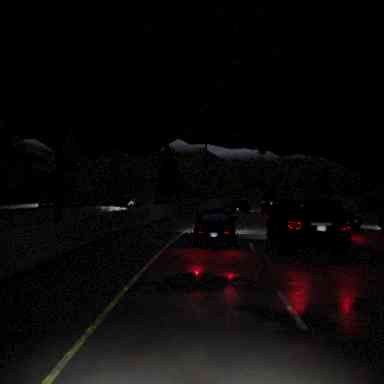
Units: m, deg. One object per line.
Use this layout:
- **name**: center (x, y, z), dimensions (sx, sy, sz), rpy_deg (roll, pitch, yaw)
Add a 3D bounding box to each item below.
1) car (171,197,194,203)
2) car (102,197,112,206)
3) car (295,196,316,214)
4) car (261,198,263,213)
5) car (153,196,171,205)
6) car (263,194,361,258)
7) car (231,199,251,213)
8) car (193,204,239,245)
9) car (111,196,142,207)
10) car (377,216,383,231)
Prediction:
- **car**: center (-1.098, 1.534, 51.960), dimensions (1.812, 1.442, 4.674), rpy_deg (0, 0, 20)
- **car**: center (-12.121, 1.462, 52.271), dimensions (1.837, 1.490, 4.892), rpy_deg (0, 0, 19)
- **car**: center (12.837, 1.421, 37.851), dimensions (2.097, 1.767, 4.553), rpy_deg (0, 0, 16)
- **car**: center (8.948, 1.273, 37.147), dimensions (2.150, 2.045, 5.566), rpy_deg (0, 0, 16)
- **car**: center (-4.437, 1.471, 53.039), dimensions (1.882, 1.535, 5.008), rpy_deg (0, 0, 20)
- **car**: center (4.351, 1.245, 13.185), dimensions (2.150, 2.045, 5.566), rpy_deg (0, 0, 5)
- **car**: center (5.493, 1.540, 37.662), dimensions (1.837, 1.490, 4.892), rpy_deg (0, 0, 16)
- **car**: center (1.122, 1.535, 15.624), dimensions (1.812, 1.442, 4.674), rpy_deg (0, 0, 6)
- **car**: center (-9.351, 1.517, 49.677), dimensions (2.033, 1.411, 5.357), rpy_deg (0, 0, 19)
- **car**: center (11.970, 1.607, 17.978), dimensions (2.033, 1.411, 5.357), rpy_deg (0, 0, 8)
